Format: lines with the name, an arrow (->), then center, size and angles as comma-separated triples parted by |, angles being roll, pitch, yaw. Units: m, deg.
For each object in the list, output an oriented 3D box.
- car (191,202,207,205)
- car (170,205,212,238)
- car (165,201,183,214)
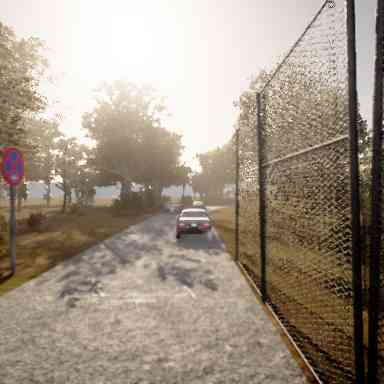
car -> 0.826, 1.880, 39.884 | 1.812, 1.442, 4.674 | 0, -1, 4
car -> 0.110, 1.626, 18.207 | 2.033, 1.411, 5.357 | 0, -1, 0
car -> -2.092, 1.844, 40.224 | 2.128, 1.511, 4.902 | 0, -1, 4
